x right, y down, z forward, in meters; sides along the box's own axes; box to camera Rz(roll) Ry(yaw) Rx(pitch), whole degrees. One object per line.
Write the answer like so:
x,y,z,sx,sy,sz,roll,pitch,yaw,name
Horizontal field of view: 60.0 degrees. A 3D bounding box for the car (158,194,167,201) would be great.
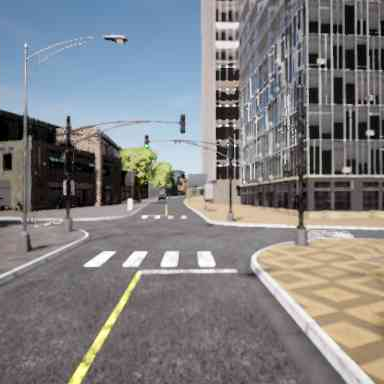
-6.365,1.157,72.115,1.837,1.490,4.892,0,0,-2,car
